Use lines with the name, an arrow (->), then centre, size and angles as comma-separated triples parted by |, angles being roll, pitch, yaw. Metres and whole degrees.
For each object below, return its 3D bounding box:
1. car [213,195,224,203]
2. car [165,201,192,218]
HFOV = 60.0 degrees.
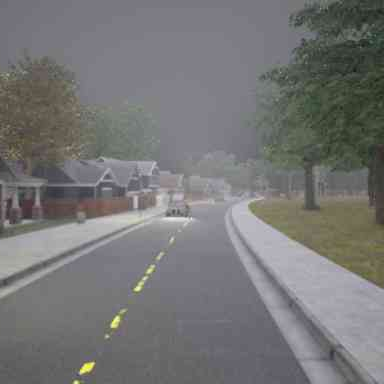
car -> 5.784, 1.456, 71.073 | 1.837, 1.490, 4.892 | 0, 0, 13
car -> -1.175, 1.552, 30.536 | 1.994, 1.385, 4.181 | 0, 0, 6
